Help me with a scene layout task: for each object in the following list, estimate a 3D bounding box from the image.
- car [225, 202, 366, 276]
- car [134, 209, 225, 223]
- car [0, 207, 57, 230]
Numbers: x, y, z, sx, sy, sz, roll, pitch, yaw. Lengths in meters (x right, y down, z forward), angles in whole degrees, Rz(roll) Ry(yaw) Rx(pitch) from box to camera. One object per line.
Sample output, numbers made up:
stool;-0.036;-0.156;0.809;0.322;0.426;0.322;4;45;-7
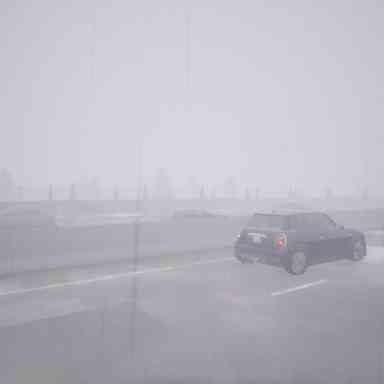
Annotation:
car;3.552;1.353;10.580;4.553;1.767;2.097;0;0;-35
car;-0.460;1.548;16.537;5.357;1.411;2.033;0;0;-35
car;-9.773;1.566;18.498;4.181;1.385;1.994;0;0;-35
